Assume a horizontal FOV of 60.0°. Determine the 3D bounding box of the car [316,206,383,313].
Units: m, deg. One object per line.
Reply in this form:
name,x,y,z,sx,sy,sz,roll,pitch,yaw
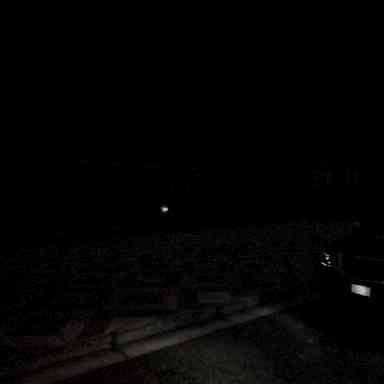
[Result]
car,4.960,1.222,6.959,5.566,2.045,2.150,0,0,-36
